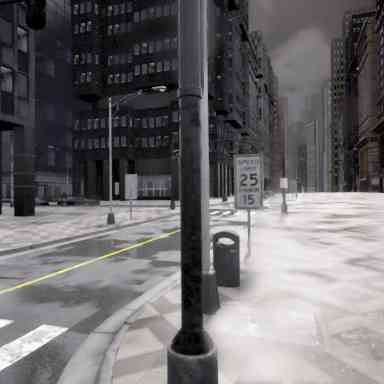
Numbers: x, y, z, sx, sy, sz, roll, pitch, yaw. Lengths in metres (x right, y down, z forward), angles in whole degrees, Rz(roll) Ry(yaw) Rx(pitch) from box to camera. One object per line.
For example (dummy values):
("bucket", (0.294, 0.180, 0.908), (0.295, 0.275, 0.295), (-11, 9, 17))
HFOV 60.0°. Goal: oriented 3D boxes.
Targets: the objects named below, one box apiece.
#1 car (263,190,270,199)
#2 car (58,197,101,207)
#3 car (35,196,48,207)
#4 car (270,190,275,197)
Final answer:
("car", (12.691, 0.495, 61.161), (1.837, 1.490, 4.892), (-1, 0, 19))
("car", (-13.069, 1.200, 38.525), (4.718, 1.301, 1.895), (-1, 0, 19))
("car", (-21.601, 1.265, 44.831), (4.181, 1.385, 1.994), (0, 0, 19))
("car", (17.501, 0.333, 75.070), (1.994, 1.385, 4.181), (-1, 1, 19))
